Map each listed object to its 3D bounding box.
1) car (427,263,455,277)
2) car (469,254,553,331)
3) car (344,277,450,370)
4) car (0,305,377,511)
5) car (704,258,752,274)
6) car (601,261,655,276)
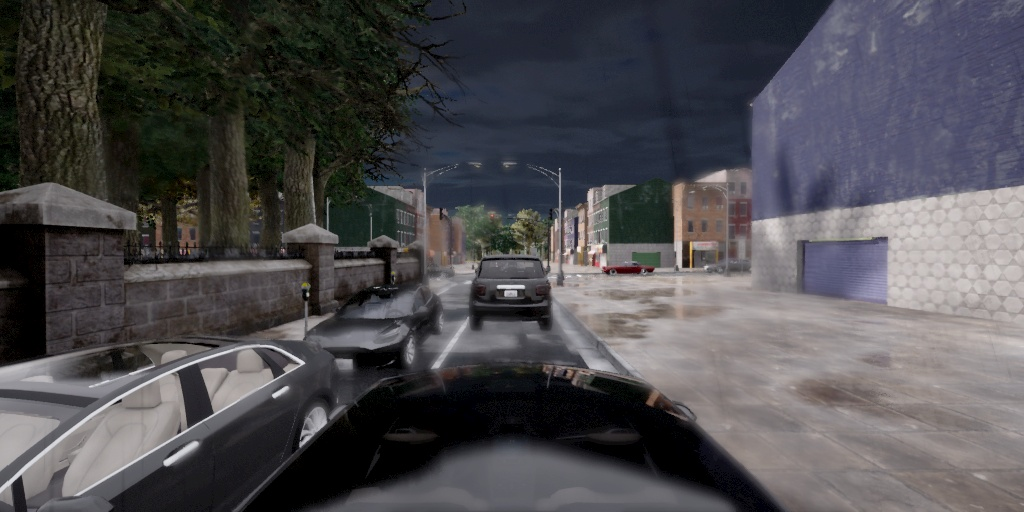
[{"bbox_3d":[-7.576,1.384,31.912,4.892,1.490,1.837,-1,1,-8],"label":"car"},{"bbox_3d":[-0.011,0.973,11.071,2.150,2.045,5.566,0,0,0],"label":"car"},{"bbox_3d":[-2.634,1.316,7.761,1.948,1.339,4.313,0,0,0],"label":"car"},{"bbox_3d":[-2.641,1.300,2.073,2.007,1.370,4.403,0,0,0],"label":"car"},{"bbox_3d":[21.030,0.943,34.319,4.902,1.511,2.128,-1,1,0],"label":"car"},{"bbox_3d":[10.993,1.187,34.334,4.718,1.301,1.895,-1,1,0],"label":"car"}]
